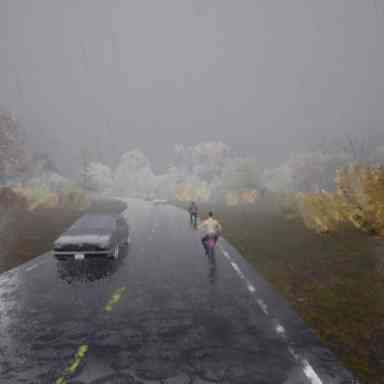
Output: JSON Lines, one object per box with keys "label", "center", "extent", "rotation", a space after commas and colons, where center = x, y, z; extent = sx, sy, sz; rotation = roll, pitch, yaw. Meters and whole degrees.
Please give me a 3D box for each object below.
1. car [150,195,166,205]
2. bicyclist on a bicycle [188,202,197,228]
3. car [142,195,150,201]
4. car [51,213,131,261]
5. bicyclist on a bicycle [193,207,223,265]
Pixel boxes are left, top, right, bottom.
{"label": "car", "center": [-5.425, 1.461, 54.757], "extent": [1.895, 1.301, 4.718], "rotation": [0, 0, -11]}
{"label": "bicyclist on a bicycle", "center": [0.084, 1.403, 18.956], "extent": [0.582, 1.620, 1.656], "rotation": [0, 0, -4]}
{"label": "car", "center": [-9.771, 1.404, 73.208], "extent": [1.895, 1.301, 4.718], "rotation": [0, 0, -15]}
{"label": "car", "center": [-3.459, 1.518, 12.521], "extent": [2.033, 1.411, 5.357], "rotation": [0, 0, -3]}
{"label": "bicyclist on a bicycle", "center": [0.579, 1.407, 10.586], "extent": [0.866, 1.612, 1.509], "rotation": [0, 0, -3]}
